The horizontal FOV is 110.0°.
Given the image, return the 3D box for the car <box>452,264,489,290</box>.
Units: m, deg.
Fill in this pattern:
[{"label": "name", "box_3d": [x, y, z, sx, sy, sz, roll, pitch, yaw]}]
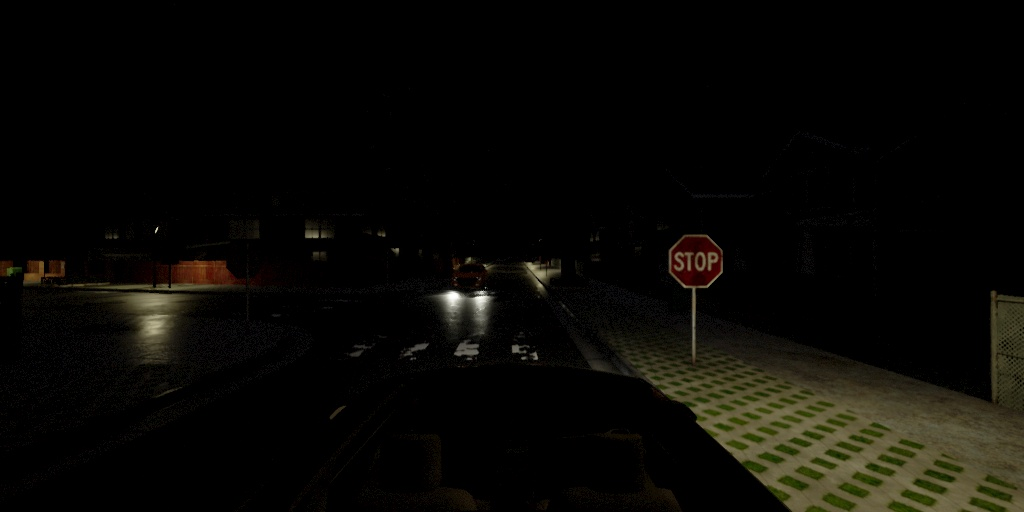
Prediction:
[{"label": "car", "box_3d": [-2.552, 1.224, 22.686, 1.882, 1.535, 5.008, 0, 0, 1]}]
